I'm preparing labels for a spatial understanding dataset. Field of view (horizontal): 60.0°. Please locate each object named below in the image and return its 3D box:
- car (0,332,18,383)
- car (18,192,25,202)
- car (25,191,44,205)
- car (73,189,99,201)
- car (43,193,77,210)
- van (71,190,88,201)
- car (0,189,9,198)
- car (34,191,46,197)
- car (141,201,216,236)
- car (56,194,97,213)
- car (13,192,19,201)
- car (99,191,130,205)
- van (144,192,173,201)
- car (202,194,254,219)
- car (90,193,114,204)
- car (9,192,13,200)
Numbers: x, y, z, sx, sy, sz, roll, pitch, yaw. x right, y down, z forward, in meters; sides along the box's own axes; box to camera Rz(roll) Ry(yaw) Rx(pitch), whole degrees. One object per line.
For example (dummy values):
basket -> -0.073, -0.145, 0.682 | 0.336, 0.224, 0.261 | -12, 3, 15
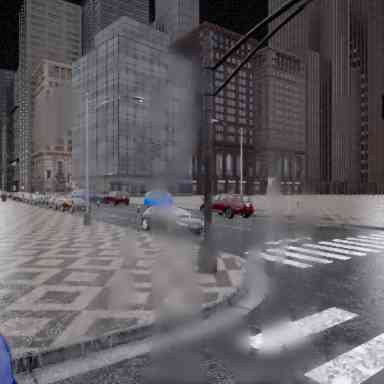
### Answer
car -> -3.297, 1.478, 1.025 | 5.008, 1.535, 1.882 | 0, 0, -35
car -> -23.267, 0.874, 48.054 | 2.008, 1.369, 4.403 | 1, 0, -35
car -> -20.097, 0.939, 43.609 | 2.008, 1.369, 4.403 | 1, 0, -35
car -> -15.043, 0.605, 46.767 | 2.150, 2.045, 5.566 | 0, 0, -36
car -> -13.759, 1.074, 34.718 | 2.008, 1.369, 4.403 | 1, 0, -35
van -> -19.488, 0.597, 57.442 | 1.690, 1.788, 3.998 | 1, 0, -35
car -> -39.113, 0.611, 70.278 | 1.947, 1.339, 4.313 | 1, 0, -35
car -> -38.507, 0.494, 84.115 | 1.887, 1.381, 4.507 | 0, 0, -35
car -> -1.083, 1.366, 16.938 | 2.008, 1.369, 4.403 | 1, 0, -35
car -> -10.590, 1.139, 30.273 | 1.887, 1.381, 4.507 | 1, 0, -35
car -> -26.434, 0.702, 52.499 | 1.967, 1.590, 4.097 | 1, 0, -35
car -> -9.978, 0.765, 44.105 | 2.192, 1.841, 5.009 | 1, 0, -35
van -> -3.640, 0.930, 35.214 | 1.690, 1.788, 3.998 | 1, 0, -35
car -> 2.700, 1.049, 26.323 | 2.192, 1.841, 5.009 | 1, 0, -35
car -> -13.152, 0.934, 48.552 | 2.008, 1.369, 4.403 | 1, 0, -35
car -> -29.605, 0.747, 56.944 | 1.887, 1.381, 4.507 | 1, 0, -35
